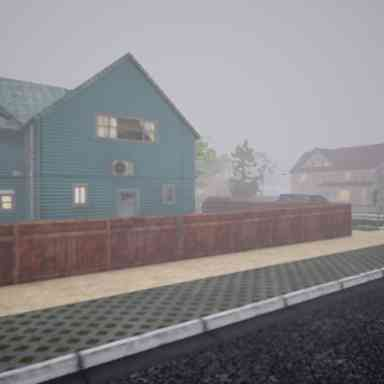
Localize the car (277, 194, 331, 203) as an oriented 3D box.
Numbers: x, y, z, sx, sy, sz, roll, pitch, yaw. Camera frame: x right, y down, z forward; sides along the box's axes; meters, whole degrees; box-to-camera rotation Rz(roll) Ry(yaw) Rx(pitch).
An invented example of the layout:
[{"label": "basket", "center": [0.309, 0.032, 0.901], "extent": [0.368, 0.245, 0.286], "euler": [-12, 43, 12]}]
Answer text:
[{"label": "car", "center": [8.780, 1.154, 24.801], "extent": [2.150, 2.045, 5.566], "euler": [0, 0, -36]}]

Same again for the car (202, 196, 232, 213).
[{"label": "car", "center": [2.965, 1.238, 32.920], "extent": [2.097, 1.767, 4.553], "euler": [0, 0, -36]}]
